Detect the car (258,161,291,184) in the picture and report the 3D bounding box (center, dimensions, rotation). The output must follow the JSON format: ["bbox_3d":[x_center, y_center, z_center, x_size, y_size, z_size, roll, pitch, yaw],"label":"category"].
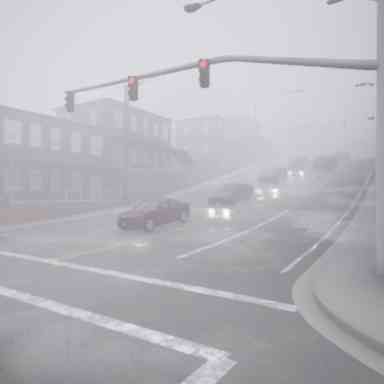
[{"bbox_3d":[8.517,-1.902,35.045,1.882,1.535,5.008,0,12,32],"label":"car"}]

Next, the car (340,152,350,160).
[{"bbox_3d":[22.921,-5.440,50.787,1.895,1.301,4.718,0,4,33],"label":"car"}]

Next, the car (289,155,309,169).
[{"bbox_3d":[14.026,-3.981,43.607,1.837,1.490,4.892,0,12,33],"label":"car"}]

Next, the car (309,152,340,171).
[{"bbox_3d":[15.887,-3.661,39.744,2.097,1.767,4.553,0,12,33],"label":"car"}]

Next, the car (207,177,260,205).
[{"bbox_3d":[3.232,0.040,26.777,2.033,1.411,5.357,0,9,33],"label":"car"}]

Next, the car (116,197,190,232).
[{"bbox_3d":[-2.033,1.119,18.516,1.882,1.535,5.008,0,5,32],"label":"car"}]

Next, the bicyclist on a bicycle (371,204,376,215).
[{"bbox_3d":[10.095,0.460,17.063,1.656,1.620,0.582,0,6,33],"label":"bicyclist on a bicycle"}]
